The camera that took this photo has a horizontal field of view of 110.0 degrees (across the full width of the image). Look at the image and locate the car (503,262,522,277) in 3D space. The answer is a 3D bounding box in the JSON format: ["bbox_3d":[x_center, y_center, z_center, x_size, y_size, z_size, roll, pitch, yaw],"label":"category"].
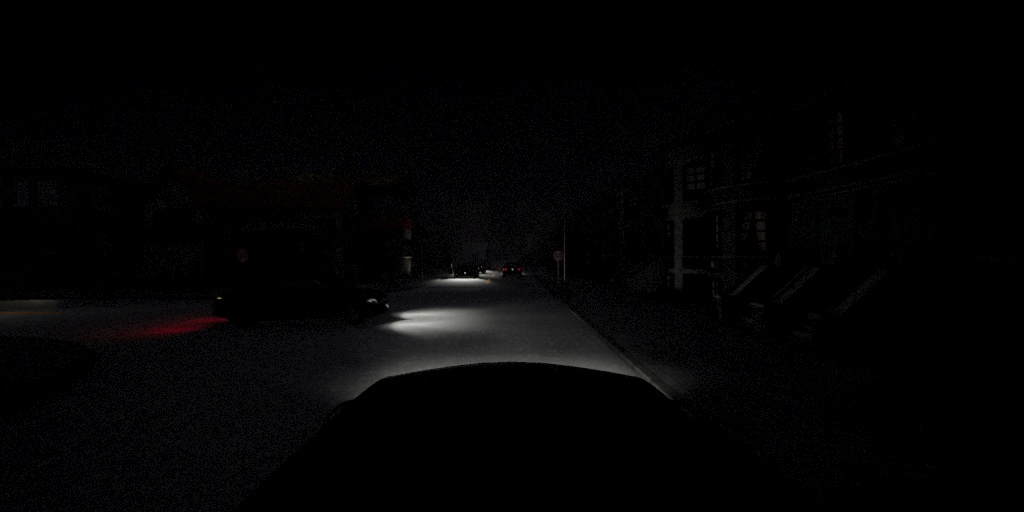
[{"bbox_3d":[0.051,1.292,35.750,2.033,1.411,5.357,0,0,0],"label":"car"}]

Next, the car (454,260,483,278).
[{"bbox_3d":[-4.138,1.309,33.537,1.994,1.385,4.181,0,0,0],"label":"car"}]

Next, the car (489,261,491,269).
[{"bbox_3d":[-4.122,1.234,52.736,2.128,1.511,4.902,0,0,0],"label":"car"}]

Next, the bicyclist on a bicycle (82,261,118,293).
[{"bbox_3d":[-21.599,1.097,18.809,0.582,1.620,1.656,0,0,0],"label":"bicyclist on a bicycle"}]

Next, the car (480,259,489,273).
[{"bbox_3d":[-4.140,1.221,42.423,1.882,1.535,5.008,0,0,0],"label":"car"}]

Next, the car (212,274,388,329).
[{"bbox_3d":[-6.223,1.274,10.876,4.674,1.442,1.812,0,0,-9],"label":"car"}]
